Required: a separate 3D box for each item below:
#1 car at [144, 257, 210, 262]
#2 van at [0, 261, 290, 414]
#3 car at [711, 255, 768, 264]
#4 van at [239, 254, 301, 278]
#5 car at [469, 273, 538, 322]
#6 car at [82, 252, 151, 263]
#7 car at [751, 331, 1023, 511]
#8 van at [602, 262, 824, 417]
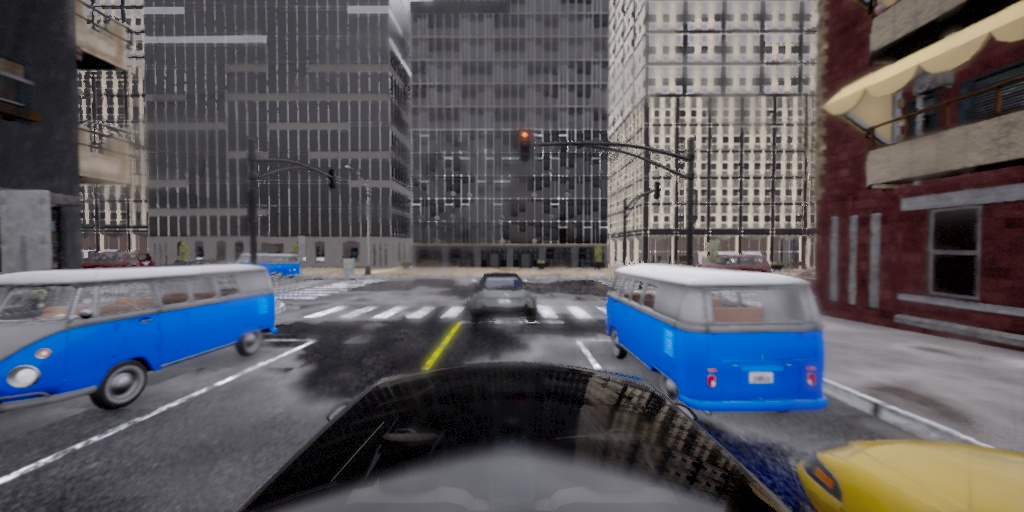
[{"bbox_3d":[-22.668,0.931,25.286,4.313,1.339,1.948,0,0,0],"label":"car"},{"bbox_3d":[-5.690,1.052,5.745,1.690,1.789,3.998,0,0,0],"label":"van"},{"bbox_3d":[15.243,0.874,25.045,5.009,1.841,2.192,0,0,0],"label":"car"},{"bbox_3d":[-17.146,0.732,25.251,3.998,1.789,1.690,0,0,0],"label":"van"},{"bbox_3d":[-0.398,1.236,11.883,1.994,1.385,4.181,0,0,-6],"label":"car"},{"bbox_3d":[-28.191,0.654,25.321,5.009,1.841,2.192,0,0,0],"label":"car"},{"bbox_3d":[2.689,1.291,0.281,1.751,1.417,4.829,0,0,0],"label":"car"},{"bbox_3d":[2.691,1.053,5.712,1.690,1.789,3.998,0,0,0],"label":"van"}]
